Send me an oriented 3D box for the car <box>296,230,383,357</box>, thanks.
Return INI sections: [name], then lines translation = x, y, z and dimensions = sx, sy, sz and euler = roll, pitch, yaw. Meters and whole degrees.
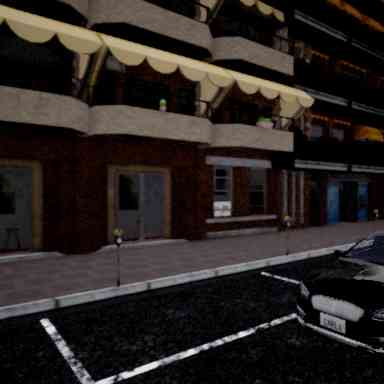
[car]
translation = 3.848, 1.445, 5.812
dimensions = 4.902, 1.511, 2.128
euler = -1, 0, -35
